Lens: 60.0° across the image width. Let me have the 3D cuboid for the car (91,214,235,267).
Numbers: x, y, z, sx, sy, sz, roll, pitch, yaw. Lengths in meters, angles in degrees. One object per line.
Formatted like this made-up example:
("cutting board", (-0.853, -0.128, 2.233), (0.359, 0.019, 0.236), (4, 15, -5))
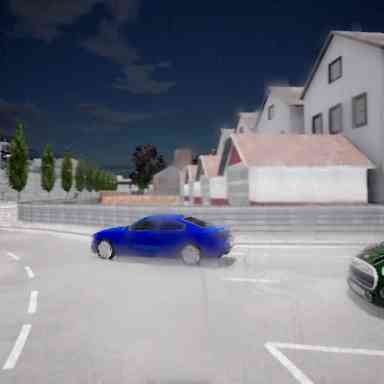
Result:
("car", (-1.062, 1.498, 11.361), (5.008, 1.535, 1.882), (-1, 1, 20))

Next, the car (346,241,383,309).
("car", (5.476, 1.286, 6.317), (4.553, 1.767, 2.097), (-1, 0, 7))
